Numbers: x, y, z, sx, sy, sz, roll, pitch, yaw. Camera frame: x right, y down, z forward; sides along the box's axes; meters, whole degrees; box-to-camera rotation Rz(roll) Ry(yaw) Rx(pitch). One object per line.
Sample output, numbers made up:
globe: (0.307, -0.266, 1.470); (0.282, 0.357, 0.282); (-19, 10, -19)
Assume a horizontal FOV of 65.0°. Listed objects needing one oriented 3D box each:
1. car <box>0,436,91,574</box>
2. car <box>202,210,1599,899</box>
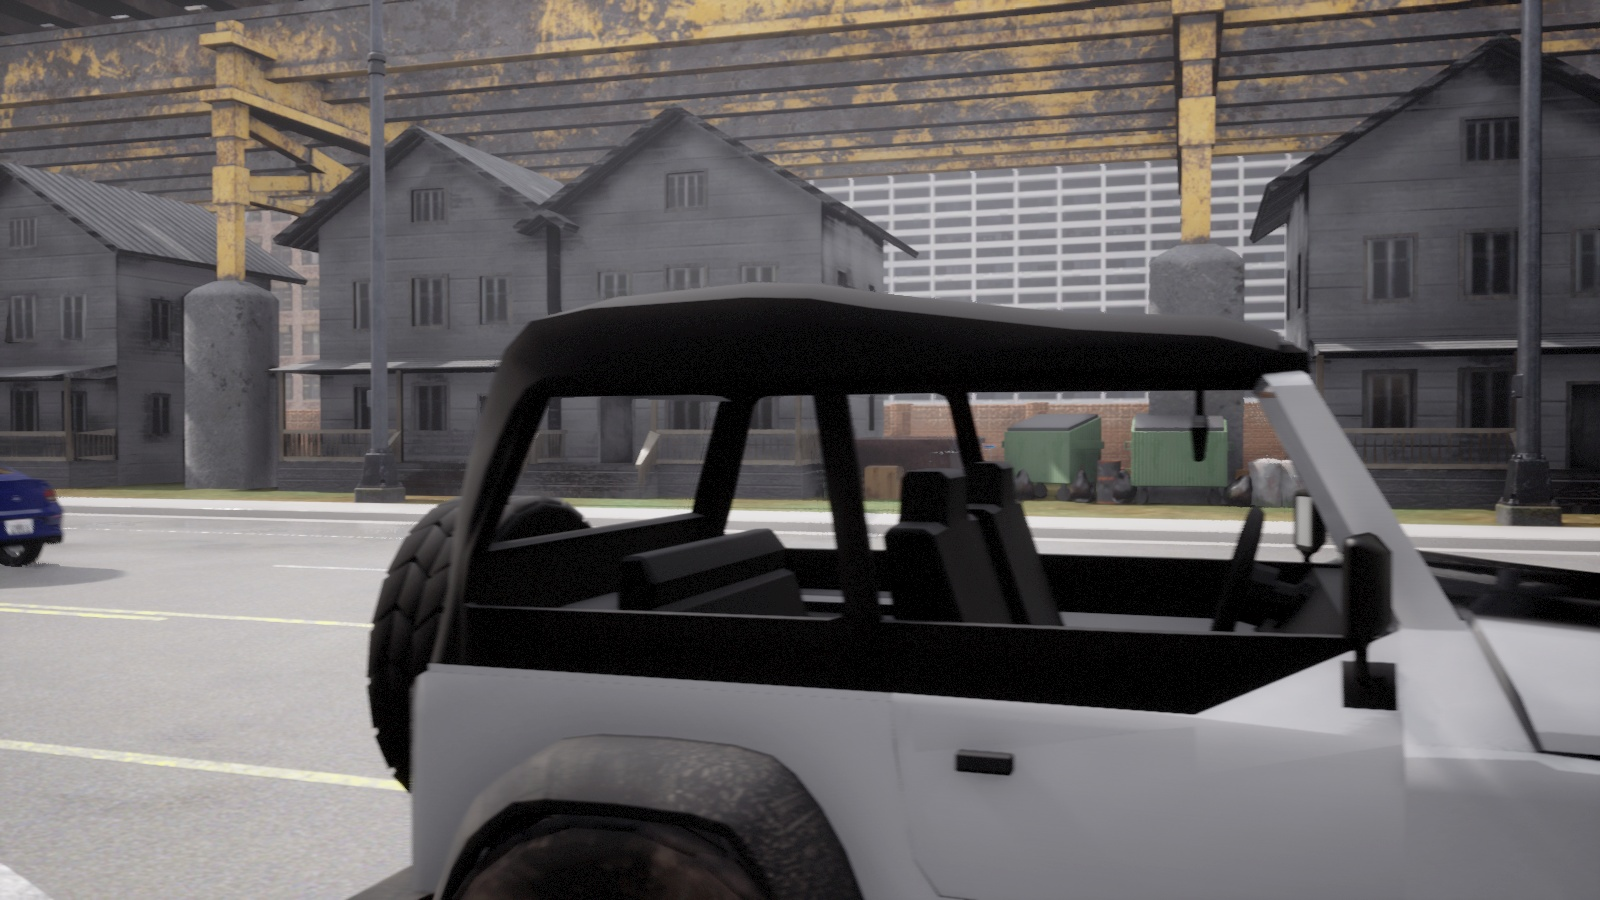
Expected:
car: (-10.555, 0.558, 14.133); (4.674, 1.442, 1.812); (1, 1, 19)
car: (0.897, 0.579, 2.892); (3.866, 1.878, 1.905); (0, 1, 19)
